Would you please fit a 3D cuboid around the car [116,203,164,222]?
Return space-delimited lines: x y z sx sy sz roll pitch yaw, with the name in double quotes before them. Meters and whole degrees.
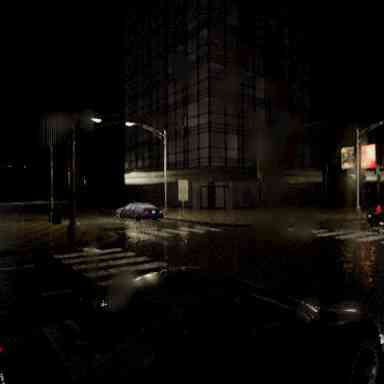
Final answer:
"car" -4.213 1.535 26.243 2.033 1.411 5.357 -1 0 -35

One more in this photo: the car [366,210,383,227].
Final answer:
"car" 12.959 1.518 20.810 4.718 1.301 1.895 0 0 -35

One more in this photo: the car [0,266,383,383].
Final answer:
"car" 0.235 1.555 3.596 4.181 1.385 1.994 0 0 -35
